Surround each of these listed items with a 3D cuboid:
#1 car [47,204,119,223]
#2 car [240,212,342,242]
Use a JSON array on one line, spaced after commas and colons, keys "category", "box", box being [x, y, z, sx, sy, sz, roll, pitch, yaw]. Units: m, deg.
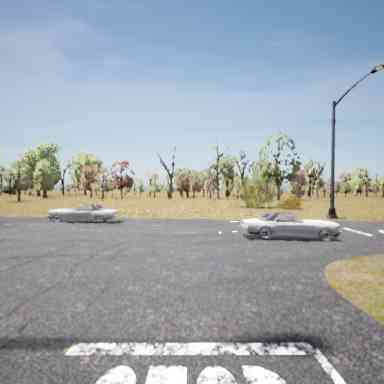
[{"category": "car", "box": [-7.763, 1.512, 23.805, 4.718, 1.301, 1.895, 1, 1, 0]}, {"category": "car", "box": [4.886, 1.686, 16.732, 4.718, 1.301, 1.895, 1, 0, 0]}]
